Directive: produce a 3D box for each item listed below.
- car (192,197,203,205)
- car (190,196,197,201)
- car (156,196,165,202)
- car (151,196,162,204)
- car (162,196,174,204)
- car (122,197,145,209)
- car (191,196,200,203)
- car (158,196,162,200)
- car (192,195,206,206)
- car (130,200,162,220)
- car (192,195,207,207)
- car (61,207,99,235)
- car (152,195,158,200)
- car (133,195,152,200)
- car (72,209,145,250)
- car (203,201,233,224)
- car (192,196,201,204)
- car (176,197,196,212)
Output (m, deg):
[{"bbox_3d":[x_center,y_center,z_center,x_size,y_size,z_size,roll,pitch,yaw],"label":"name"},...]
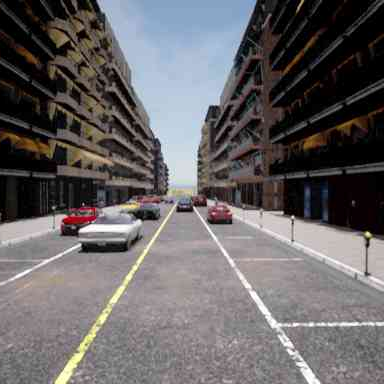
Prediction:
[{"bbox_3d":[1.072,1.691,64.881,1.947,1.339,4.313,-1,0,-1],"label":"car"},{"bbox_3d":[0.401,1.724,93.196,1.947,1.339,4.313,-1,0,-1],"label":"car"},{"bbox_3d":[-7.694,1.712,81.604,1.947,1.339,4.313,-1,0,-1],"label":"car"},{"bbox_3d":[-7.413,1.677,70.277,1.887,1.381,4.507,-1,0,-1],"label":"car"},{"bbox_3d":[-4.687,1.679,69.392,2.033,1.411,5.357,0,0,-1],"label":"car"},{"bbox_3d":[-6.563,1.601,36.130,1.752,1.417,4.829,-1,0,-1],"label":"car"},{"bbox_3d":[0.795,1.706,76.207,1.947,1.339,4.313,-1,0,-1],"label":"car"},{"bbox_3d":[-7.134,1.431,58.951,2.192,1.841,5.009,-1,0,-1],"label":"car"},{"bbox_3d":[1.209,1.432,59.219,2.192,1.841,5.009,-1,0,-1],"label":"car"},{"bbox_3d":[-3.766,1.662,28.418,1.895,1.301,4.718,0,0,-1],"label":"car"},{"bbox_3d":[1.350,1.423,53.556,2.192,1.841,5.009,-1,0,-1],"label":"car"},{"bbox_3d":[-6.143,1.588,19.312,1.887,1.381,4.507,-1,0,-1],"label":"car"},{"bbox_3d":[-6.989,1.652,53.289,1.887,1.381,4.507,-1,0,-1],"label":"car"},{"bbox_3d":[-6.711,1.402,41.963,2.192,1.841,5.009,-1,0,-1],"label":"car"},{"bbox_3d":[-3.419,1.634,14.596,1.895,1.301,4.718,0,0,-1],"label":"car"},{"bbox_3d":[2.060,1.637,25.243,1.802,1.307,4.206,-1,0,-1],"label":"car"},{"bbox_3d":[0.931,1.678,70.545,1.887,1.381,4.507,-1,0,-1],"label":"car"},{"bbox_3d":[-0.849,1.647,39.735,1.994,1.385,4.181,0,0,-1],"label":"car"}]
